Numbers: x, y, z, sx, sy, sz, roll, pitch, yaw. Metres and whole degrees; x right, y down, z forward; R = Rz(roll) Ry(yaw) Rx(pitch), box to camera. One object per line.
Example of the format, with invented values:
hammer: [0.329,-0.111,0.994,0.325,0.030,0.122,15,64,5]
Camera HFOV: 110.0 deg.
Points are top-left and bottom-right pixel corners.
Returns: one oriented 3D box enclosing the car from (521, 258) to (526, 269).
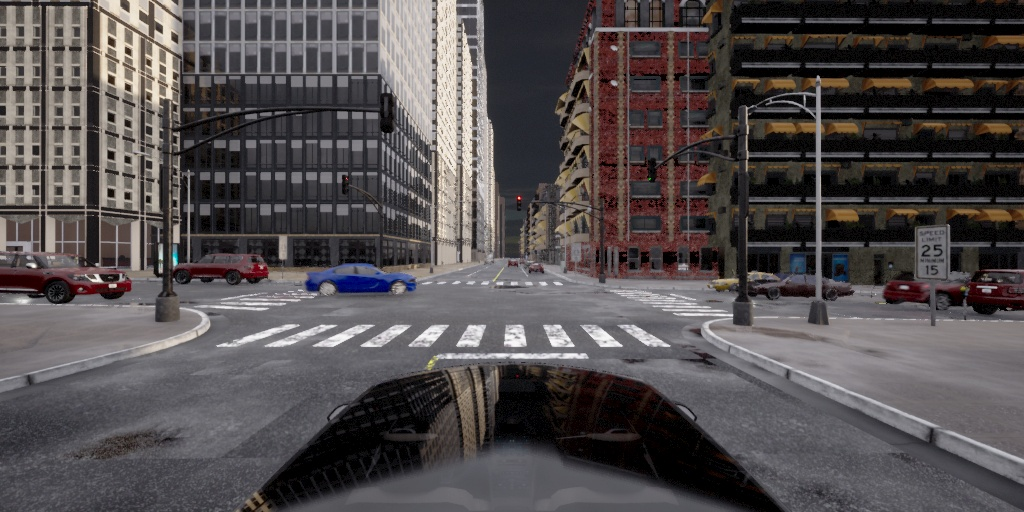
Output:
car: [2.767,1.317,54.715,2.007,1.370,4.403,0,0,0]

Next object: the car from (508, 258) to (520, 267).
car: [0.191,1.252,65.093,1.882,1.535,5.008,0,0,0]

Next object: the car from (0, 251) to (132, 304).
car: [-17.558,0.757,13.469,5.009,1.841,2.192,0,0,0]

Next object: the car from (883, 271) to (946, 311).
car: [19.970,1.493,16.332,4.553,1.767,2.097,1,0,0]

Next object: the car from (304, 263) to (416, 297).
car: [-7.250,1.121,17.497,5.008,1.535,1.882,1,1,-18]

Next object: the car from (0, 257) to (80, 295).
car: [-22.958,0.826,16.023,5.008,1.535,1.882,1,0,0]

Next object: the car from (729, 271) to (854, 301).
car: [15.259,1.610,19.496,5.357,1.411,2.033,1,0,0]

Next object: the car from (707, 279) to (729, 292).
car: [14.660,1.587,22.083,4.829,1.417,1.751,0,0,0]

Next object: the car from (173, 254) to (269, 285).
car: [-17.681,0.776,21.848,5.009,1.841,2.192,0,0,0]

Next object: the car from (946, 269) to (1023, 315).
car: [20.616,1.461,13.778,5.009,1.841,2.192,0,0,0]

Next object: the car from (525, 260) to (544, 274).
car: [2.799,1.341,41.798,1.802,1.307,4.207,0,0,0]
